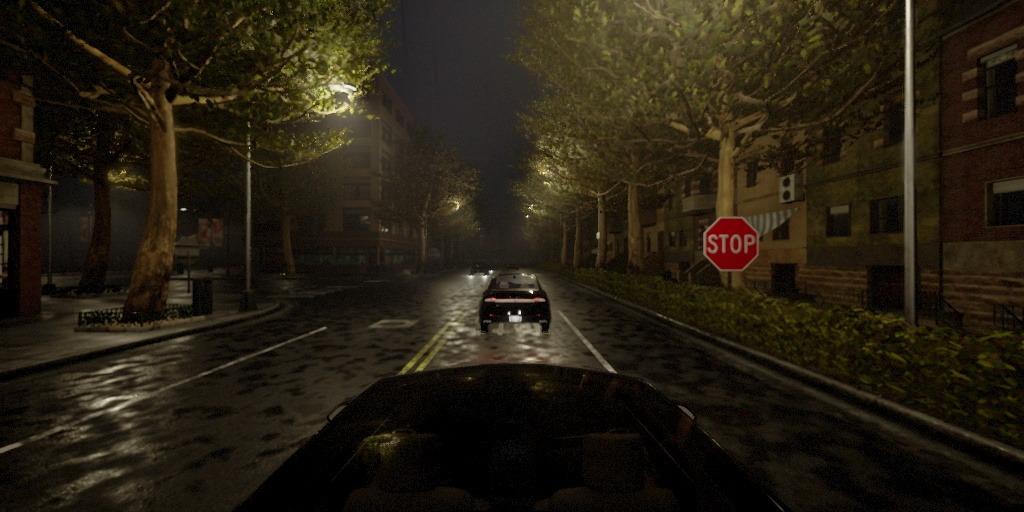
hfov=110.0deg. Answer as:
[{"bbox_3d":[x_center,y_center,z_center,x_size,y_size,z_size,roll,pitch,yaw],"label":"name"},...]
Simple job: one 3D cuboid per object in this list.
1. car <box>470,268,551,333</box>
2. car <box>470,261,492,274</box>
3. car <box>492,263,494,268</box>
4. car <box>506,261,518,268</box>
[{"bbox_3d":[0.076,1.276,10.913,2.128,1.511,4.902,0,0,0],"label":"car"},{"bbox_3d":[-3.674,1.400,41.355,1.837,1.490,4.892,0,0,1],"label":"car"},{"bbox_3d":[-3.663,1.503,53.603,1.994,1.385,4.181,0,0,0],"label":"car"},{"bbox_3d":[0.009,1.498,56.773,2.033,1.411,5.357,0,0,0],"label":"car"}]
